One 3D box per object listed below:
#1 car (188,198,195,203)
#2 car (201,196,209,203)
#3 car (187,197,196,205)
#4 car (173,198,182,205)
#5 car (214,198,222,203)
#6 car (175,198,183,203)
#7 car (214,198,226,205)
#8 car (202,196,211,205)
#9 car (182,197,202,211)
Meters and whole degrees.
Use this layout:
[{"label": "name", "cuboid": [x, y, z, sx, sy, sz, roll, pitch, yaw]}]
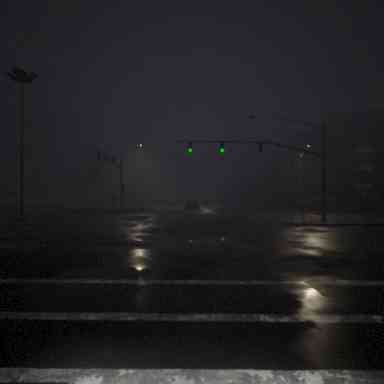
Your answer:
[{"label": "car", "cuboid": [-0.049, 2.353, 89.994, 1.895, 1.301, 4.718, 0, -1, 0]}, {"label": "car", "cuboid": [3.451, 1.983, 90.000, 2.150, 2.045, 5.566, 0, -1, 0]}, {"label": "car", "cuboid": [-0.042, 2.098, 79.936, 2.097, 1.767, 4.553, 0, -1, 0]}, {"label": "car", "cuboid": [-3.542, 2.338, 79.991, 1.895, 1.301, 4.718, 0, -1, 0]}, {"label": "car", "cuboid": [6.951, 2.353, 89.999, 1.895, 1.301, 4.718, 0, -1, 0]}, {"label": "car", "cuboid": [-3.549, 2.310, 89.962, 1.994, 1.385, 4.181, 0, -1, 0]}, {"label": "car", "cuboid": [6.958, 2.339, 79.998, 1.895, 1.301, 4.718, 0, -1, 0]}, {"label": "car", "cuboid": [3.459, 2.239, 79.550, 1.837, 1.490, 4.892, 0, -1, 0]}, {"label": "car", "cuboid": [-0.021, 1.815, 49.726, 2.097, 1.767, 4.553, 0, -1, 0]}]
